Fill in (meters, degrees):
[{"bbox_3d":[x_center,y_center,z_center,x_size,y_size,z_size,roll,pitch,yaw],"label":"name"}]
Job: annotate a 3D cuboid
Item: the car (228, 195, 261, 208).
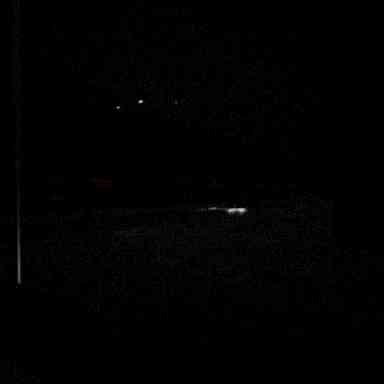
[{"bbox_3d":[6.173,1.110,38.352,2.033,1.411,5.357,-2,-1,36],"label":"car"}]
